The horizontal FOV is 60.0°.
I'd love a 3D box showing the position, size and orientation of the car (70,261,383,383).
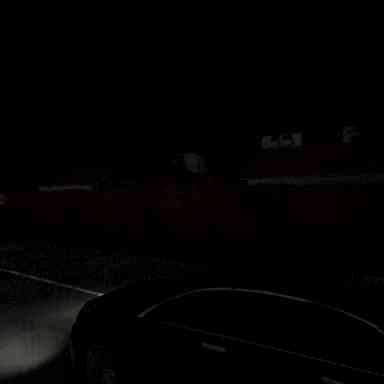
[{"bbox_3d":[0.724,1.521,3.475,4.892,1.490,1.837,0,0,36],"label":"car"}]
